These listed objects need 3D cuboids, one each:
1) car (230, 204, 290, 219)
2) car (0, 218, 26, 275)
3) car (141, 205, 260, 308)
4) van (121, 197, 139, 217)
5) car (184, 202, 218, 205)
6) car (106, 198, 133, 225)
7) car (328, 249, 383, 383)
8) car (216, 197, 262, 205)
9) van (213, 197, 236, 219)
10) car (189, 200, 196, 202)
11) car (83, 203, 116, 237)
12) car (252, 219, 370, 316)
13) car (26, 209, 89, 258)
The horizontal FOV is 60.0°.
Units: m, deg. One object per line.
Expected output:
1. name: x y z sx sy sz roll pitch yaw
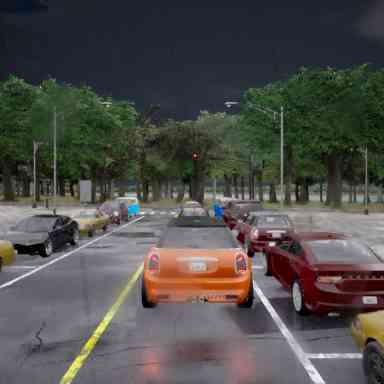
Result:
1. car: 2.772 1.441 12.836 1.967 1.590 4.097 0 0 0
2. car: -5.758 1.525 7.237 1.752 1.417 4.829 0 0 0
3. car: 0.106 1.352 8.071 2.097 1.767 4.553 0 0 0
4. van: -5.738 1.345 29.157 1.690 1.788 3.998 0 0 0
5. car: 0.113 1.493 17.285 2.128 1.511 4.902 0 0 0
6. car: -5.743 1.443 23.719 1.967 1.590 4.097 0 0 0
7. car: 2.762 1.525 2.131 1.752 1.417 4.829 0 0 0
8. car: 2.777 1.317 18.274 2.192 1.841 5.009 0 0 0
9. van: 2.787 1.346 29.149 1.690 1.788 3.998 0 0 0
10. car: 0.022 1.460 27.230 1.801 1.575 5.366 0 0 1
11. car: -5.748 1.527 18.112 1.752 1.417 4.829 0 0 0
12. car: 2.767 1.545 7.399 1.887 1.381 4.507 0 0 0
13. car: -5.753 1.567 12.844 1.947 1.339 4.313 0 0 0
